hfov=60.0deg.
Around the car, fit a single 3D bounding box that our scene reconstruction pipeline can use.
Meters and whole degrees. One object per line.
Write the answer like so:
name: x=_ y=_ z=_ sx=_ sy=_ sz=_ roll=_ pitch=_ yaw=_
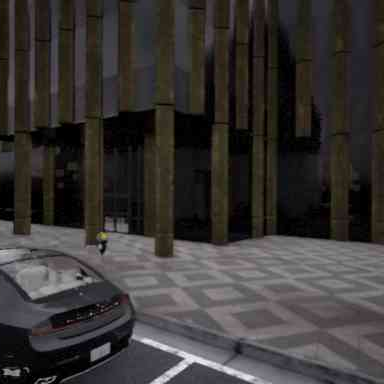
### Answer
car: x=-2.789 y=1.522 z=4.954 sx=4.403 sy=1.369 sz=2.008 roll=0 pitch=0 yaw=36
